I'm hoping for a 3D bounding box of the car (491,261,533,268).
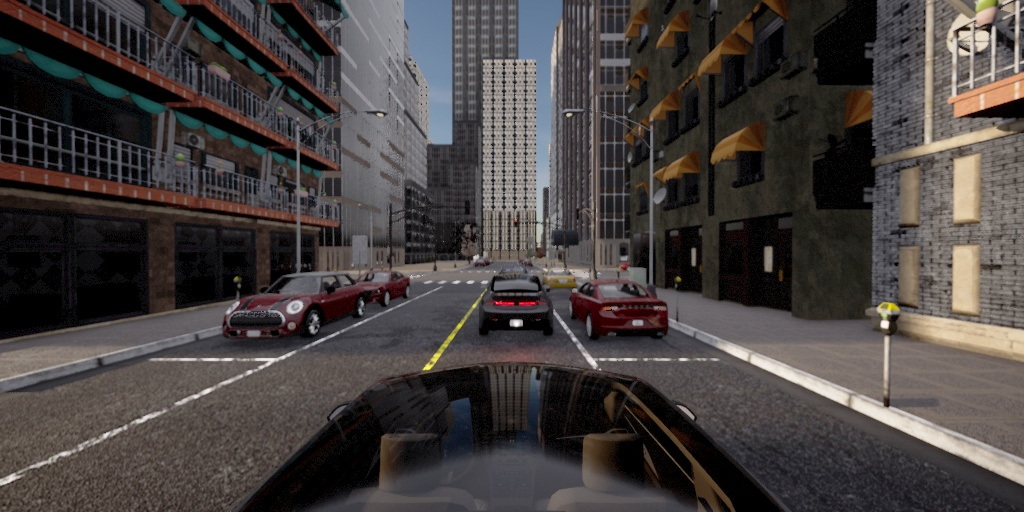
[{"bbox_3d":[0.102,1.233,20.559,2.128,1.511,4.902,0,0,0],"label":"car"}]

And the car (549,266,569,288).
[{"bbox_3d":[2.692,1.266,21.093,1.751,1.417,4.829,0,0,0],"label":"car"}]

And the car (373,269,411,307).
[{"bbox_3d":[-5.690,1.288,15.416,1.888,1.381,4.507,0,0,0],"label":"car"}]

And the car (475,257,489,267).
[{"bbox_3d":[-5.680,1.270,64.452,1.888,1.381,4.507,0,0,0],"label":"car"}]

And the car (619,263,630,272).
[{"bbox_3d":[14.269,0.992,40.063,4.507,1.381,1.888,0,0,0],"label":"car"}]

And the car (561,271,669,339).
[{"bbox_3d":[2.690,1.291,9.876,1.888,1.381,4.507,0,0,0],"label":"car"}]

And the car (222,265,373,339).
[{"bbox_3d":[-5.691,1.186,9.892,1.967,1.591,4.097,0,0,0],"label":"car"}]

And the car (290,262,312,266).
[{"bbox_3d":[-23.828,1.481,39.750,4.097,1.591,1.967,0,0,0],"label":"car"}]

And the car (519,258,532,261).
[{"bbox_3d":[2.700,1.165,64.449,1.967,1.591,4.097,0,0,0],"label":"car"}]

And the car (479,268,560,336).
[{"bbox_3d":[0.101,1.250,10.426,1.837,1.490,4.892,0,0,0],"label":"car"}]
